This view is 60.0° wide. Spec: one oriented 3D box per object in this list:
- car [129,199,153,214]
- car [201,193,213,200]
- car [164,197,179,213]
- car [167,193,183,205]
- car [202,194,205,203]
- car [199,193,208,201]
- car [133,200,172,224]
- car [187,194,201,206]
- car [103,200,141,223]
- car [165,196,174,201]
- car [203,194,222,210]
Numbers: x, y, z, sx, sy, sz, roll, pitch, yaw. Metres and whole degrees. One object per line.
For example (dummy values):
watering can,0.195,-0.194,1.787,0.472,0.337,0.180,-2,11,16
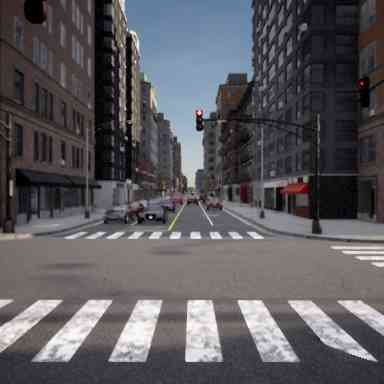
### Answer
car,-5.355,1.502,35.576,1.752,1.417,4.829,0,0,0
car,3.038,1.179,61.900,2.150,2.045,5.566,0,0,0
car,-2.816,1.540,36.275,1.994,1.385,4.181,0,0,0
car,-2.713,1.182,57.883,2.150,2.045,5.566,0,0,0
car,3.071,1.462,54.870,1.837,1.490,4.892,0,0,0
car,2.709,1.252,79.365,2.192,1.841,5.009,0,0,0
car,-2.826,1.549,24.803,1.994,1.385,4.181,0,0,0
car,0.102,1.463,54.960,1.837,1.490,4.892,0,0,0
car,-5.365,1.536,24.838,2.008,1.369,4.403,0,0,0
car,-5.315,1.519,79.376,1.802,1.307,4.206,0,0,0
car,2.676,1.412,41.185,1.967,1.590,4.097,0,0,0
